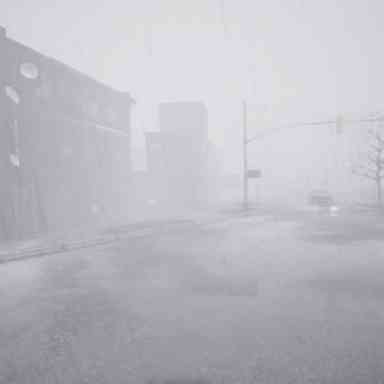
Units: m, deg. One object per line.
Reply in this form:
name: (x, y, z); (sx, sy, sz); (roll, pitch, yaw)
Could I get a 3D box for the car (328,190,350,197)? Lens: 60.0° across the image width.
car: (38.513, 0.420, 87.238); (5.008, 1.535, 2.097); (1, -1, -7)

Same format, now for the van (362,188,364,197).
van: (31.358, -0.085, 55.259); (4.442, 1.987, 1.878); (0, 0, -8)

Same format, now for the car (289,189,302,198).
car: (17.184, 0.171, 55.299); (1.882, 1.535, 5.008); (0, 0, 12)

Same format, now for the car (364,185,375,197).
car: (30.859, -0.101, 52.376); (5.566, 2.045, 2.435); (0, 0, -8)

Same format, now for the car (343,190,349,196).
car: (33.847, 0.154, 66.872); (5.366, 1.575, 1.946); (1, 0, -8)

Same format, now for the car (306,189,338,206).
car: (11.872, 0.440, 31.095); (1.882, 1.535, 5.008); (0, 1, 12)

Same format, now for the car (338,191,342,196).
car: (35.304, 0.204, 72.718); (5.008, 1.535, 2.097); (1, -1, -8)

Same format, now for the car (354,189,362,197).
car: (32.084, -0.114, 58.174); (5.566, 2.045, 2.435); (0, 0, -8)

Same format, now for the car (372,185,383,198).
car: (30.196, 0.168, 49.461); (5.008, 1.535, 2.097); (0, 1, -8)

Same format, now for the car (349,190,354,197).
car: (33.423, 0.021, 64.000); (4.553, 1.767, 2.185); (0, 0, -8)
